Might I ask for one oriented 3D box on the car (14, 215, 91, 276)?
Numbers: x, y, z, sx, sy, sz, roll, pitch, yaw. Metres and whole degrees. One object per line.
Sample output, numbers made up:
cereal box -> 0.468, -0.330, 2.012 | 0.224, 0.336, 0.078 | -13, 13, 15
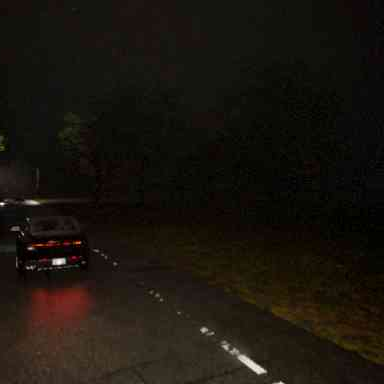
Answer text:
car -> -4.451, 1.476, 10.439 | 1.837, 1.490, 4.892 | 0, 0, -28

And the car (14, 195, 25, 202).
car -> -37.573, 1.422, 72.524 | 2.128, 1.511, 4.902 | 0, 0, -28

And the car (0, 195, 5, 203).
car -> -36.755, 1.381, 63.501 | 1.812, 1.442, 4.674 | 0, 0, -26
